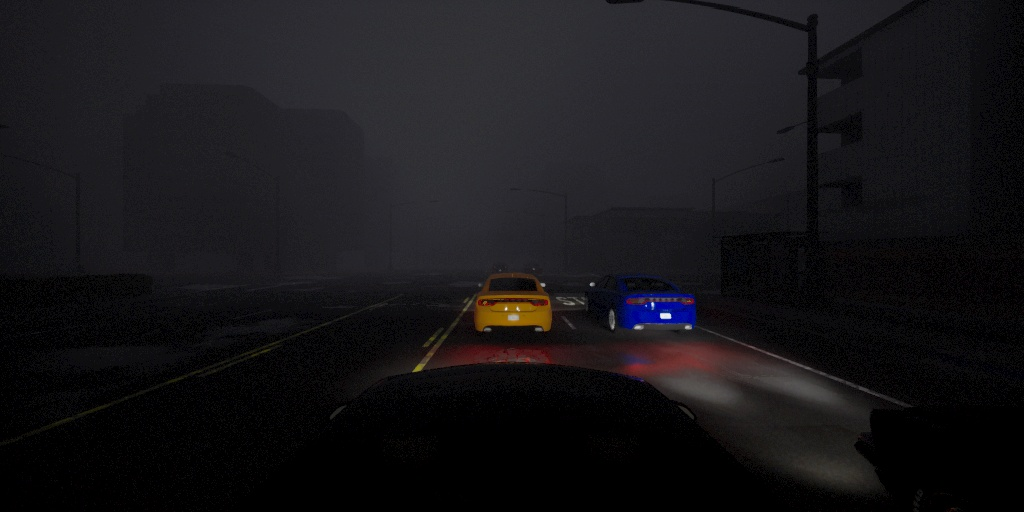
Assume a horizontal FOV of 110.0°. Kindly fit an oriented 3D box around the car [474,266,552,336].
[{"bbox_3d":[0.002,1.228,10.486,1.882,1.535,5.008,0,0,-1],"label":"car"}]

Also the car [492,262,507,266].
[{"bbox_3d":[-1.555,1.450,45.265,1.895,1.301,4.718,0,-1,-3],"label":"car"}]

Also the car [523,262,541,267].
[{"bbox_3d":[2.223,1.363,40.751,1.994,1.385,4.181,0,0,-4],"label":"car"}]

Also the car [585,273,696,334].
[{"bbox_3d":[3.501,1.228,10.716,1.882,1.535,5.008,0,0,-1],"label":"car"}]

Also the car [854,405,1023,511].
[{"bbox_3d":[3.573,1.351,0.583,1.895,1.301,4.718,0,0,0],"label":"car"}]
